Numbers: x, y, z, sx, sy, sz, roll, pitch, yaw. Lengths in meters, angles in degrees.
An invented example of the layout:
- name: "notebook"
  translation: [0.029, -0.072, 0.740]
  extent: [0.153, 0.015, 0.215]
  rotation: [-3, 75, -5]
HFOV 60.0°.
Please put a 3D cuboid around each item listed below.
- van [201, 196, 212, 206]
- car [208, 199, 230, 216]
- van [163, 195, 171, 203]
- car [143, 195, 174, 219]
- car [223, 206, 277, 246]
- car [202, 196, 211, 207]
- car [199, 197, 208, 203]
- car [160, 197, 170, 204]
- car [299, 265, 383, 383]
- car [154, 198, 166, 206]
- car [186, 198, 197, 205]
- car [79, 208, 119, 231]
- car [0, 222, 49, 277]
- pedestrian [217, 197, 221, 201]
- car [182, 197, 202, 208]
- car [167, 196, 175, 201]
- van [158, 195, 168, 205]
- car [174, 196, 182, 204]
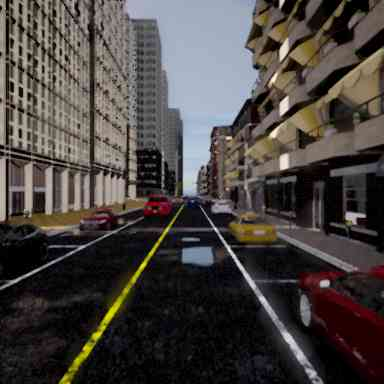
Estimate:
- name: "van"
  translation: [2.603, 1.565, 60.510]
  extent: [1.690, 1.788, 3.998]
  rotation: [0, 0, 0]
- name: "car"
  translation: [2.951, 1.645, 33.831]
  extent: [1.812, 1.442, 4.674]
  rotation: [0, 0, 0]
- name: "van"
  translation: [-5.801, 1.638, 77.444]
  extent: [1.690, 1.788, 3.998]
  rotation: [0, 0, 0]
- name: "car"
  translation: [-3.143, 1.332, 31.037]
  extent: [2.150, 2.045, 5.566]
  rotation: [0, -1, 0]
- name: "car"
  translation: [2.667, 1.577, 15.491]
  extent: [1.752, 1.417, 4.829]
  rotation: [0, 0, 0]
- name: "car"
  translation: [2.611, 1.783, 54.860]
  extent: [1.802, 1.307, 4.206]
  rotation: [0, 0, 0]
- name: "car"
  translation: [2.579, 1.847, 77.454]
  extent: [2.008, 1.369, 4.403]
  rotation: [0, 0, 0]
- name: "car"
  translation: [-5.793, 1.823, 71.794]
  extent: [2.008, 1.369, 4.403]
  rotation: [0, 0, 0]
- name: "car"
  translation: [2.684, 1.558, 4.023]
  extent: [1.887, 1.381, 4.507]
  rotation: [0, 0, 0]
- name: "car"
  translation: [-5.777, 1.790, 60.497]
  extent: [1.947, 1.339, 4.313]
  rotation: [0, 0, 0]
- name: "car"
  translation: [-0.091, 1.802, 63.864]
  extent: [1.994, 1.385, 4.181]
  rotation: [0, 0, 0]
- name: "car"
  translation: [-5.720, 1.653, 20.957]
  extent: [1.802, 1.307, 4.206]
  rotation: [0, 0, 0]
- name: "car"
  translation: [-5.705, 1.598, 9.661]
  extent: [1.947, 1.339, 4.313]
  rotation: [0, 0, 0]
- name: "pedestrian"
  translation: [2.948, 1.423, 36.668]
  extent: [0.375, 1.860, 0.375]
  rotation: [0, 0, -2]
- name: "car"
  translation: [-0.009, 1.540, 51.534]
  extent: [2.097, 1.767, 4.553]
  rotation: [0, 0, -3]
- name: "car"
  translation: [-5.826, 1.813, 94.389]
  extent: [1.967, 1.590, 4.097]
  rotation: [0, 0, 0]
- name: "van"
  translation: [-5.786, 1.589, 66.146]
  extent: [1.690, 1.788, 3.998]
  rotation: [0, 0, 0]
- name: "car"
  translation: [-3.104, 1.625, 72.728]
  extent: [2.097, 1.767, 4.553]
  rotation: [0, 0, 0]
